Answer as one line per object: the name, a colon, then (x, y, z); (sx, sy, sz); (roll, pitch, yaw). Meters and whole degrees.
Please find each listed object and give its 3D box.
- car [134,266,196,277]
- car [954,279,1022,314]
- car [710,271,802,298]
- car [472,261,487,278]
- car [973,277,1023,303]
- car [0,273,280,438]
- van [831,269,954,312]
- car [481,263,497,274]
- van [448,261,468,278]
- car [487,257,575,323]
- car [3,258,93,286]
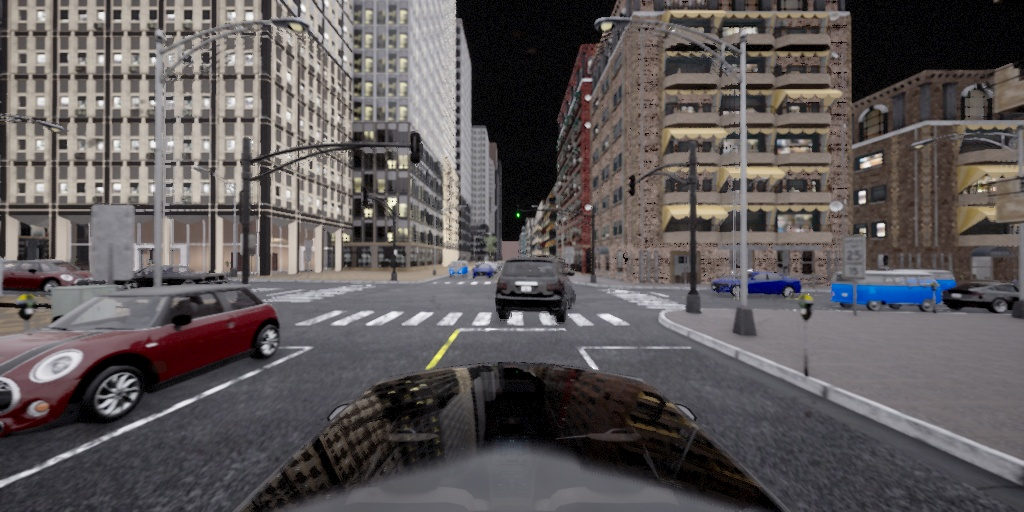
car: (-17.842, 1.173, 18.965); (4.718, 1.301, 1.895); (1, 0, 0)
car: (22.467, 1.900, 16.444); (4.313, 1.339, 1.948); (0, 0, 0)
car: (14.996, 1.704, 22.197); (5.008, 1.535, 1.882); (1, 0, 0)
car: (-3.048, 1.516, 37.871); (1.882, 1.535, 5.008); (0, 0, 0)
car: (32.570, 2.112, 22.210); (5.357, 1.411, 2.033); (1, 0, 0)
car: (-5.688, 1.220, 5.581); (1.967, 1.591, 4.097); (0, 0, 0)
van: (16.927, 1.567, 16.268); (3.998, 1.789, 1.690); (0, 0, 0)
car: (-3.028, 1.655, 48.840); (1.812, 1.442, 4.674); (0, 0, 1)
van: (-5.650, 1.380, 38.054); (1.690, 1.789, 3.998); (0, 0, 0)
car: (0.998, 1.091, 12.957); (2.150, 2.045, 5.566); (0, -1, 13)
car: (-21.132, 0.932, 16.368); (4.097, 1.591, 1.967); (0, 0, 0)
